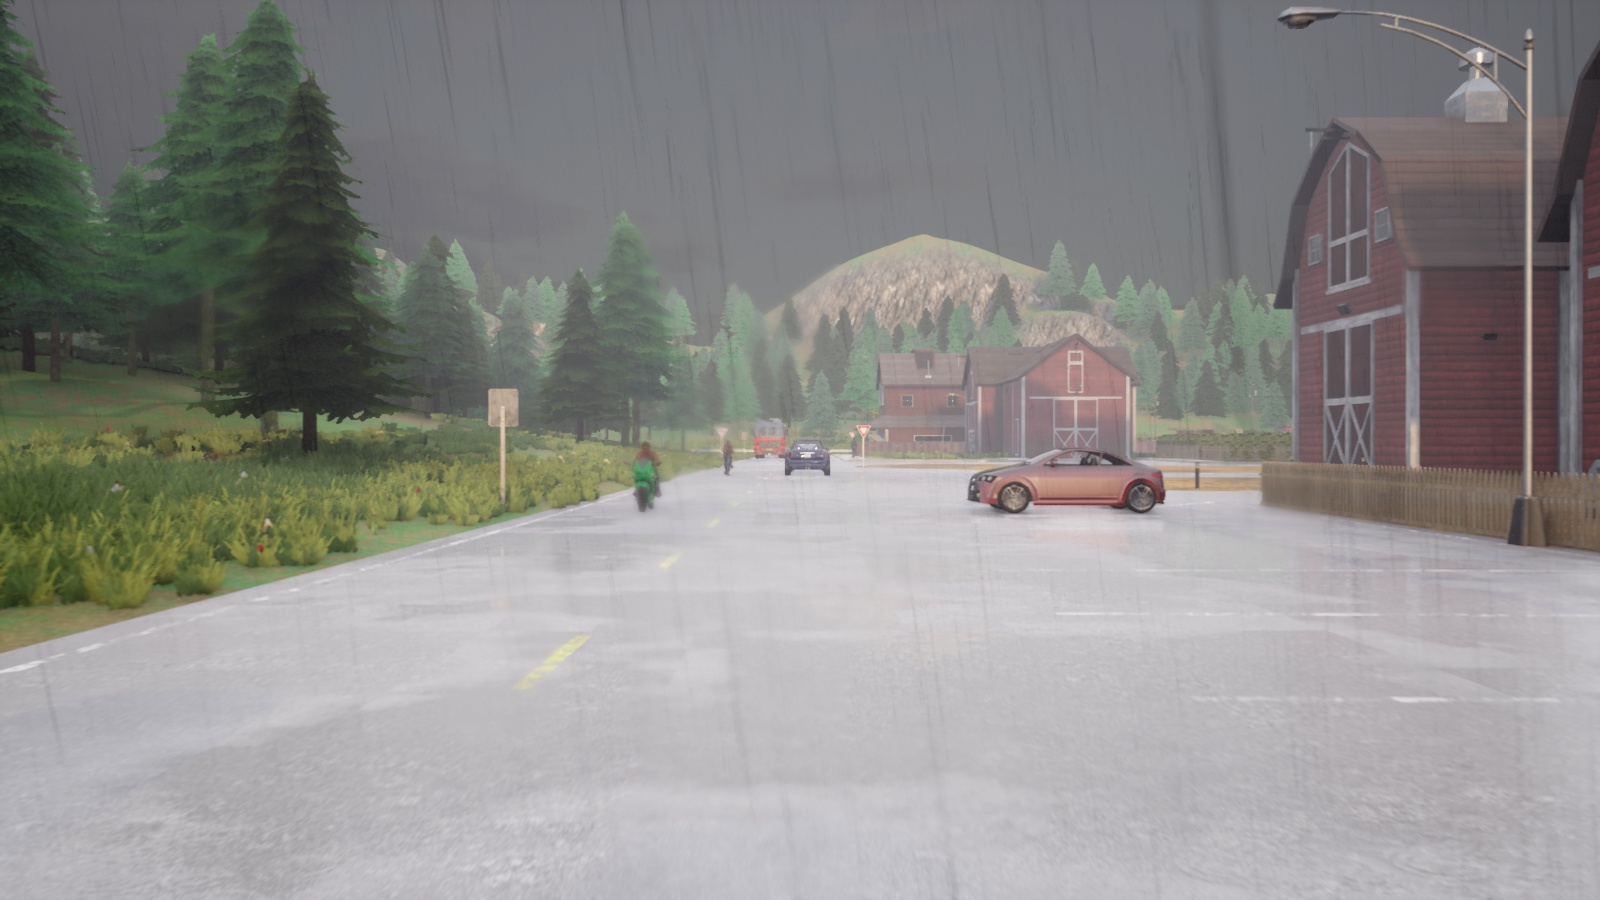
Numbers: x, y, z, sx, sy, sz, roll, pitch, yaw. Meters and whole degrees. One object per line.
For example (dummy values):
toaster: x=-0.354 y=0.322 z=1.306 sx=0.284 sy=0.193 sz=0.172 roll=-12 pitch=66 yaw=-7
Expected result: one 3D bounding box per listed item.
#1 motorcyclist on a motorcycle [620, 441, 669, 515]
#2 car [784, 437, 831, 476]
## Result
motorcyclist on a motorcycle: x=-3.330 y=0.573 z=27.107 sx=0.797 sy=1.523 sz=2.044 roll=0 pitch=0 yaw=0
car: x=0.350 y=0.274 z=58.700 sx=2.097 sy=1.767 sz=4.553 roll=0 pitch=0 yaw=0
